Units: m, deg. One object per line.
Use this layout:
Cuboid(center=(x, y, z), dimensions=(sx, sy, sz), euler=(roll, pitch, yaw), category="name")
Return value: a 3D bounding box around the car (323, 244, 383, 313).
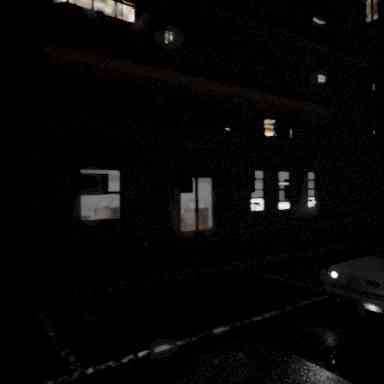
Cuboid(center=(4.776, 1.594, 6.753), dimensions=(4.718, 1.301, 1.895), euler=(0, 0, -35), category="car")
